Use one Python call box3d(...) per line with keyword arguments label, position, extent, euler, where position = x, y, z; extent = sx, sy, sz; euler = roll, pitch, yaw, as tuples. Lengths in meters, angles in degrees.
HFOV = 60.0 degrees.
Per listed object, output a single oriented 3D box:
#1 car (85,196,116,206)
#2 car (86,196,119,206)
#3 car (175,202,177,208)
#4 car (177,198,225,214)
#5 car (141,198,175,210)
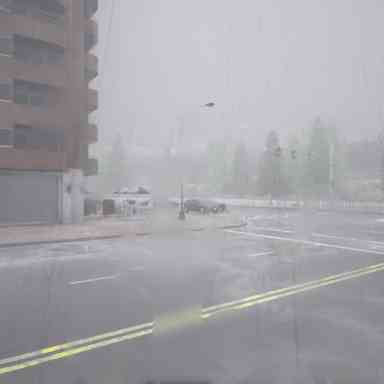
box3d(label="car", position=(-14.460, 1.436, 51.016), extent=(4.902, 1.511, 2.128), euler=(0, 0, 26))
box3d(label="car", position=(-14.808, 1.437, 55.029), extent=(4.902, 1.511, 2.128), euler=(0, 0, 23))
box3d(label="car", position=(-3.771, 1.545, 46.471), extent=(1.895, 1.301, 4.718), euler=(0, 0, -40))
box3d(label="car", position=(0.867, 1.449, 34.312), extent=(1.837, 1.490, 4.892), euler=(0, 0, -35))
box3d(label="car", position=(-4.506, 1.545, 41.831), extent=(1.895, 1.301, 4.718), euler=(0, 0, -37))
